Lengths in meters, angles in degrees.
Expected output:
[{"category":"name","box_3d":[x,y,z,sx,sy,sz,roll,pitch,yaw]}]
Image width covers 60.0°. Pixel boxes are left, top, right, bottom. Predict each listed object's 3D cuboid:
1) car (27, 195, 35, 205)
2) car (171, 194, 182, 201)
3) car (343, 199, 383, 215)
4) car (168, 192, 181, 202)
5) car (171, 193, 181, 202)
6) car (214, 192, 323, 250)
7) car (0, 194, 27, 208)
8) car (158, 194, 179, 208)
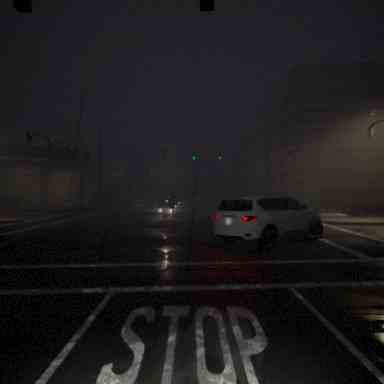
[{"category":"car","box_3d":[-24.032,1.161,46.260,3.806,1.475,1.970,0,0,1]},{"category":"car","box_3d":[-3.307,1.081,72.002,2.033,1.411,5.357,0,0,0]},{"category":"car","box_3d":[16.216,1.369,30.587,4.181,1.385,1.994,0,0,0]},{"category":"car","box_3d":[-3.220,0.960,61.653,2.097,1.767,4.553,0,0,0]},{"category":"car","box_3d":[-3.197,1.149,51.651,1.882,1.535,5.008,0,0,0]},{"category":"car","box_3d":[3.375,1.131,14.177,5.566,2.045,2.150,0,-1,-42]},{"category":"car","box_3d":[-23.315,1.036,40.508,4.611,1.667,2.242,0,0,1]},{"category":"car","box_3d":[-3.133,1.279,42.075,2.033,1.411,5.357,0,0,0]}]
